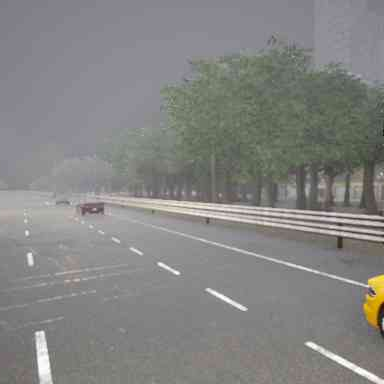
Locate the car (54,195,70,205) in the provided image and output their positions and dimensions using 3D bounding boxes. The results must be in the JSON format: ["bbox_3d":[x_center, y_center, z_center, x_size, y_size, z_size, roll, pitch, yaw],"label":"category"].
[{"bbox_3d":[-20.041,1.211,51.260,2.033,1.411,5.357,0,0,-27],"label":"car"}]

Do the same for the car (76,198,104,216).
[{"bbox_3d":[-9.366,1.287,30.370,1.882,1.535,5.008,0,0,-27],"label":"car"}]

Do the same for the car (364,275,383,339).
[{"bbox_3d":[4.399,1.473,3.487,1.882,1.535,5.008,0,0,-27],"label":"car"}]
